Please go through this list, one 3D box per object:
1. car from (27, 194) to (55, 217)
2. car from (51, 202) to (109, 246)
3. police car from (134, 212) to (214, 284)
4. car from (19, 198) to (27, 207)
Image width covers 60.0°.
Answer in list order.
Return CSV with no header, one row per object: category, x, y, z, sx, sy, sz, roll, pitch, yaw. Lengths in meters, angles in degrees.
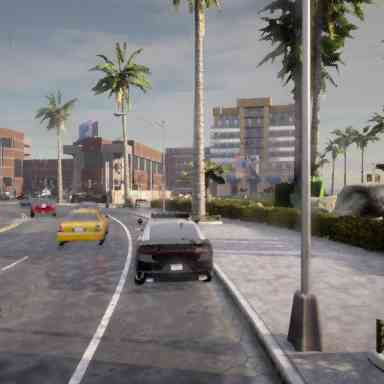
car,-14.355,1.338,31.871,2.097,1.767,4.553,0,0,-27
car,-4.883,1.452,15.415,1.801,1.575,5.366,0,0,-11
police car,-0.655,1.424,9.771,1.930,1.638,5.238,0,0,-7
car,-22.935,1.506,47.580,4.674,1.442,1.812,0,0,40
